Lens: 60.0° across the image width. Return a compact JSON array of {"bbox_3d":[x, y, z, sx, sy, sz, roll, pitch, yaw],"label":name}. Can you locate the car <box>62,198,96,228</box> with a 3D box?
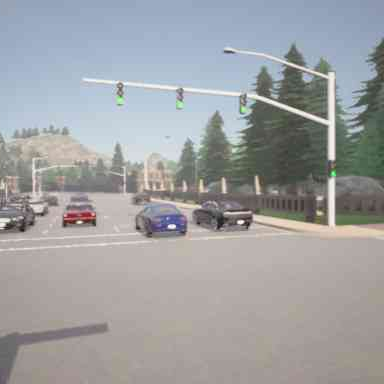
[{"bbox_3d":[-6.877,1.315,20.327,1.895,1.301,4.718,-1,1,-19],"label":"car"}]

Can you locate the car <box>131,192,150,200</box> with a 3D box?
[{"bbox_3d":[-6.426,0.821,41.421,1.837,1.490,4.892,-1,1,-19],"label":"car"}]

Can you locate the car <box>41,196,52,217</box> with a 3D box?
[{"bbox_3d":[-12.794,1.246,26.908,1.895,1.301,4.718,-1,1,-19],"label":"car"}]

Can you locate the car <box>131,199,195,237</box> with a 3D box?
[{"bbox_3d":[-1.605,1.269,16.265,1.812,1.442,4.674,-1,1,-19],"label":"car"}]

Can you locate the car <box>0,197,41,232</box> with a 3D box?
[{"bbox_3d":[-9.832,1.274,18.132,2.128,1.511,4.902,-1,1,-19],"label":"car"}]

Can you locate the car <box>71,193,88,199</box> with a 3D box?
[{"bbox_3d":[-9.857,1.082,29.141,1.837,1.490,4.892,-1,1,-19],"label":"car"}]

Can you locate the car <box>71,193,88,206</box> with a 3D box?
[{"bbox_3d":[-14.105,0.906,41.759,1.812,1.442,4.674,-1,1,-18],"label":"car"}]

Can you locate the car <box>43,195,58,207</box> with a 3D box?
[{"bbox_3d":[-17.013,1.014,39.402,1.994,1.385,4.181,-1,1,-18],"label":"car"}]

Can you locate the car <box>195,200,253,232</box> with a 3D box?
[{"bbox_3d":[1.506,1.173,17.987,2.128,1.511,4.902,-1,1,-19],"label":"car"}]
